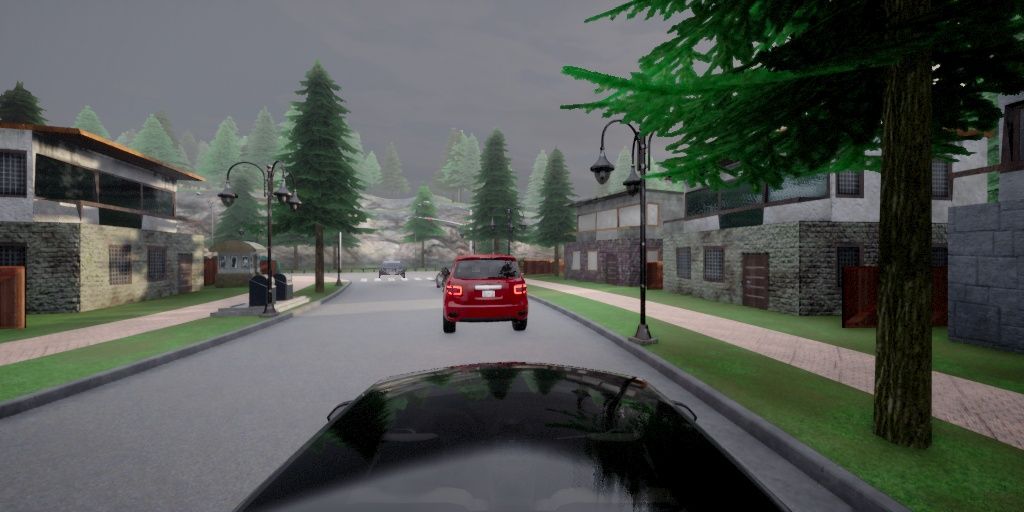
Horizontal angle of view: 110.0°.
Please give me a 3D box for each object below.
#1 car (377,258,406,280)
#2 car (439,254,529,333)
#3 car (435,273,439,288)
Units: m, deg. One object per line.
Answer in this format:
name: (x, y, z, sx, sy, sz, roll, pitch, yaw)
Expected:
car: (-8.782, 0.889, 26.127, 1.812, 1.442, 4.674, 0, 0, -20)
car: (-0.947, 0.971, 10.987, 2.150, 2.045, 5.566, 0, 0, -9)
car: (-3.359, 1.297, 21.172, 2.033, 1.411, 5.357, 0, 0, -18)
